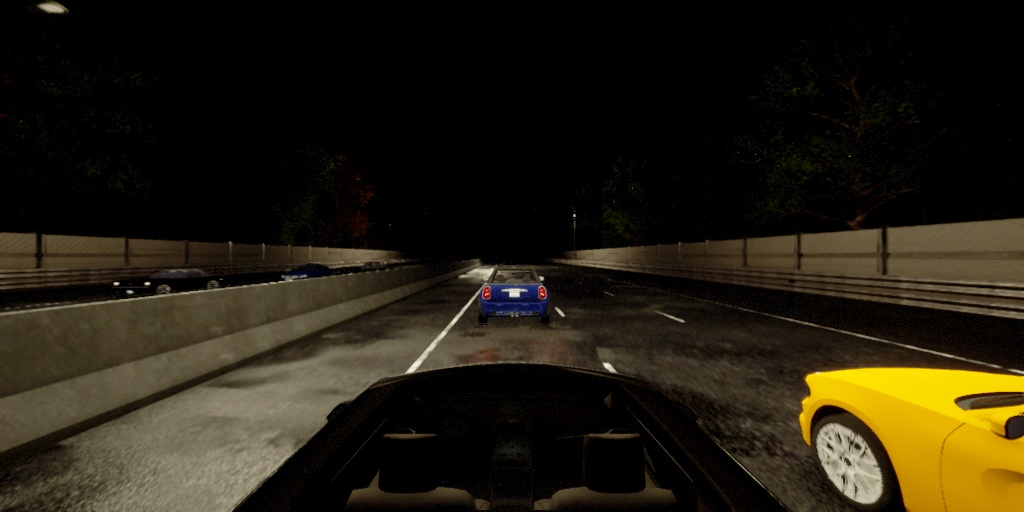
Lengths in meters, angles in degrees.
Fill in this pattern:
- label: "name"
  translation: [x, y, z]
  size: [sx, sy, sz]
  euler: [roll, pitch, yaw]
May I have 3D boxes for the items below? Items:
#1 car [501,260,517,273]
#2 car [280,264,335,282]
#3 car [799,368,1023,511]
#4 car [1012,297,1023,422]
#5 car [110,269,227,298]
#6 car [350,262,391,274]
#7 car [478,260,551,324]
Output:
- label: "car"
  translation: [-0.425, 1.271, 44.232]
  size: [1.837, 1.490, 4.892]
  euler: [0, 0, -1]
- label: "car"
  translation: [-14.270, 1.285, 25.385]
  size: [1.812, 1.442, 4.674]
  euler: [0, 0, -1]
- label: "car"
  translation: [3.592, 1.227, 1.248]
  size: [1.882, 1.535, 5.008]
  euler: [0, 0, 0]
- label: "car"
  translation: [7.092, 1.253, 1.981]
  size: [1.837, 1.490, 4.892]
  euler: [0, 0, 0]
- label: "car"
  translation: [-17.692, 1.359, 18.807]
  size: [1.895, 1.301, 4.718]
  euler: [0, 0, -1]
- label: "car"
  translation: [-10.802, 1.251, 27.683]
  size: [2.128, 1.511, 4.902]
  euler: [0, 0, -1]
- label: "car"
  translation: [0.057, 1.106, 12.193]
  size: [2.097, 1.767, 4.553]
  euler: [0, 0, 0]
